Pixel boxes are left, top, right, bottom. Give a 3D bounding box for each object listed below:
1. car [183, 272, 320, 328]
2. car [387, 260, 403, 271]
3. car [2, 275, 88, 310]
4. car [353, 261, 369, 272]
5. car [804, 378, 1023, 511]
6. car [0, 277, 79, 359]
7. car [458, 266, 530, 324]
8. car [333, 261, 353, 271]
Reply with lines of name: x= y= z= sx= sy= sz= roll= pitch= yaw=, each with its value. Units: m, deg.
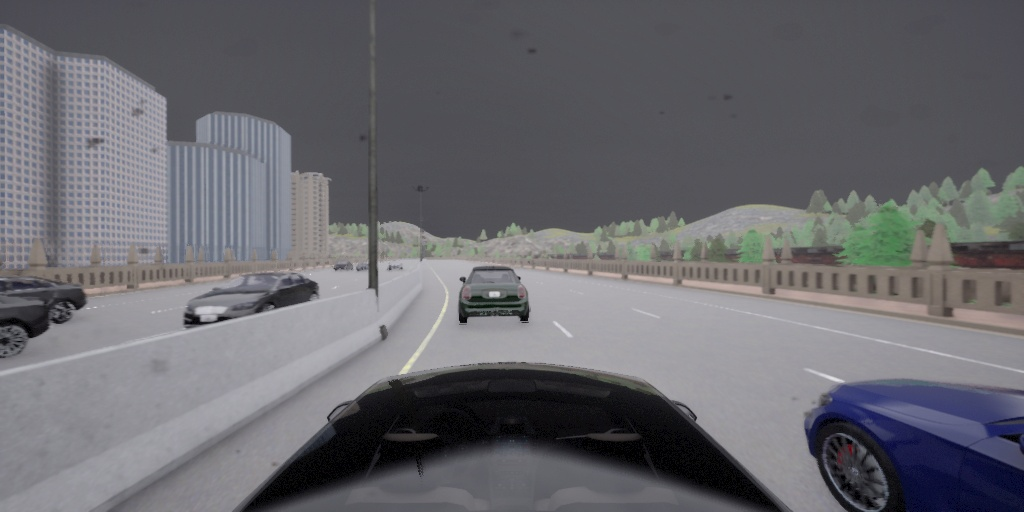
car: x=-7.810 y=1.280 z=11.334 sx=2.128 sy=1.511 sz=4.902 roll=0 pitch=0 yaw=-7
car: x=-17.282 y=1.373 z=53.274 sx=1.812 sy=1.442 sz=4.674 roll=0 pitch=0 yaw=-14
car: x=-14.649 y=1.308 z=9.617 sx=2.128 sy=1.511 sz=4.902 roll=0 pitch=0 yaw=-6
car: x=-19.652 y=1.420 z=48.288 sx=1.994 sy=1.385 sz=4.181 roll=0 pitch=0 yaw=-14
car: x=3.473 y=1.261 z=1.182 sx=1.812 sy=1.442 sz=4.674 roll=0 pitch=0 yaw=1
car: x=-10.842 y=1.290 z=5.672 sx=2.128 sy=1.511 sz=4.902 roll=0 pitch=0 yaw=-4
car: x=-0.719 y=1.110 z=12.298 sx=2.097 sy=1.767 sz=4.553 roll=0 pitch=0 yaw=-6
car: x=-23.994 y=1.422 z=51.275 sx=2.033 sy=1.411 sz=5.357 roll=0 pitch=0 yaw=-13
